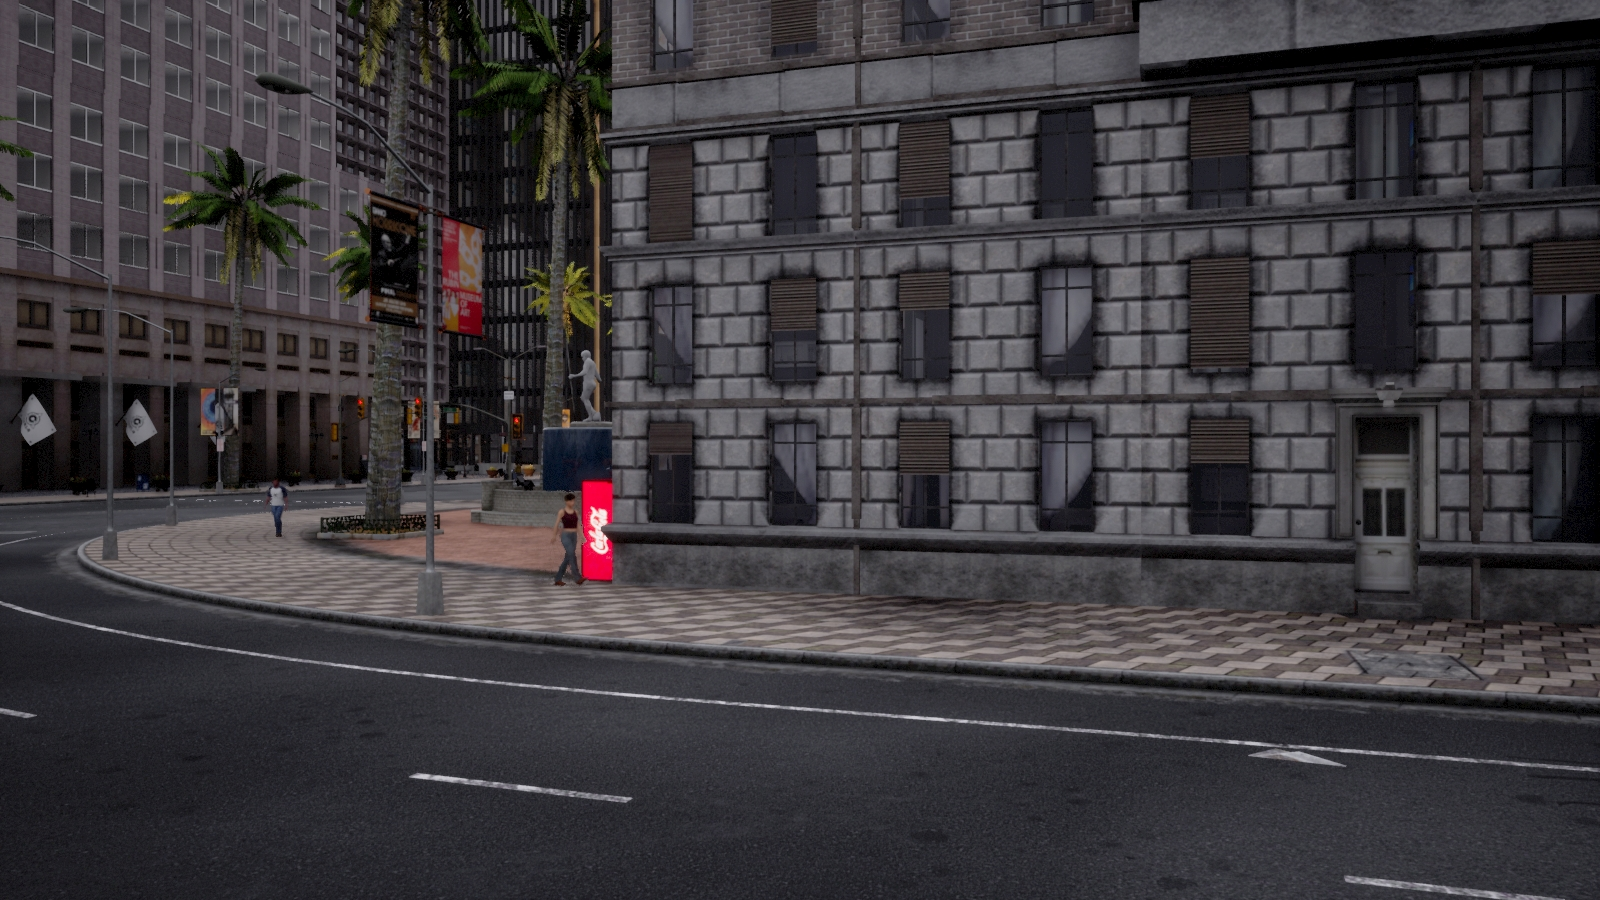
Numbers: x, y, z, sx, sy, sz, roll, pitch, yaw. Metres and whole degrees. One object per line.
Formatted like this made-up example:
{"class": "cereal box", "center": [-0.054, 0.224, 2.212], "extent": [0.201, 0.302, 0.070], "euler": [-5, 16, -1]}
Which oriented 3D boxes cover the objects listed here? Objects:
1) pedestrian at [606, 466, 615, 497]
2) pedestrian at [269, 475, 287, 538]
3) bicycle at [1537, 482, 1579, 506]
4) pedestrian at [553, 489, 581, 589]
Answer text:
{"class": "pedestrian", "center": [-11.176, 1.848, 67.355], "extent": [0.375, 1.860, 0.375], "euler": [0, 0, 18]}
{"class": "pedestrian", "center": [-15.672, 1.696, 34.321], "extent": [0.375, 1.860, 0.375], "euler": [0, 0, -5]}
{"class": "bicycle", "center": [38.755, 2.247, 58.403], "extent": [0.329, 1.171, 1.835], "euler": [4, -1, -26]}
{"class": "pedestrian", "center": [-4.474, 1.696, 21.908], "extent": [0.375, 1.860, 0.375], "euler": [0, 0, 41]}
